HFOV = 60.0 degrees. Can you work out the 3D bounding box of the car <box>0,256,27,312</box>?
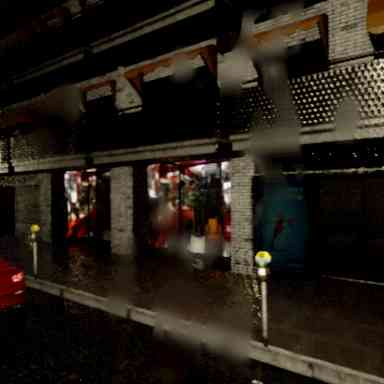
[{"bbox_3d":[-4.757,1.537,6.284,4.206,1.307,1.802,0,-1,36],"label":"car"}]
